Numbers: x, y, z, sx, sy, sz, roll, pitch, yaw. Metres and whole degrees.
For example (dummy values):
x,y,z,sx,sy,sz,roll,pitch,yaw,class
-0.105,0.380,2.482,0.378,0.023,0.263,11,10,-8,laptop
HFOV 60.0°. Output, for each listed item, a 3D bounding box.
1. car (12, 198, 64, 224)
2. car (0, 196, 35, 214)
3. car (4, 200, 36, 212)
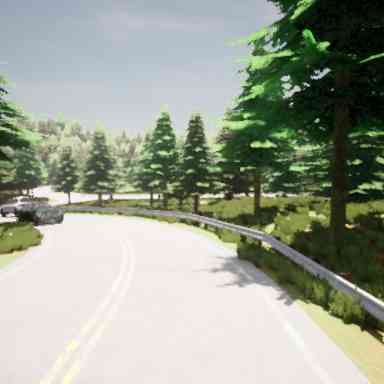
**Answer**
x,y,z,sx,sy,sz,roll,pitch,yaw,class
-11.739,1.595,25.719,4.553,1.767,2.097,-2,2,45,car
-18.572,1.595,35.746,5.566,2.045,2.150,-5,0,40,car
-25.063,2.066,48.660,2.033,1.411,5.357,0,1,-3,car
